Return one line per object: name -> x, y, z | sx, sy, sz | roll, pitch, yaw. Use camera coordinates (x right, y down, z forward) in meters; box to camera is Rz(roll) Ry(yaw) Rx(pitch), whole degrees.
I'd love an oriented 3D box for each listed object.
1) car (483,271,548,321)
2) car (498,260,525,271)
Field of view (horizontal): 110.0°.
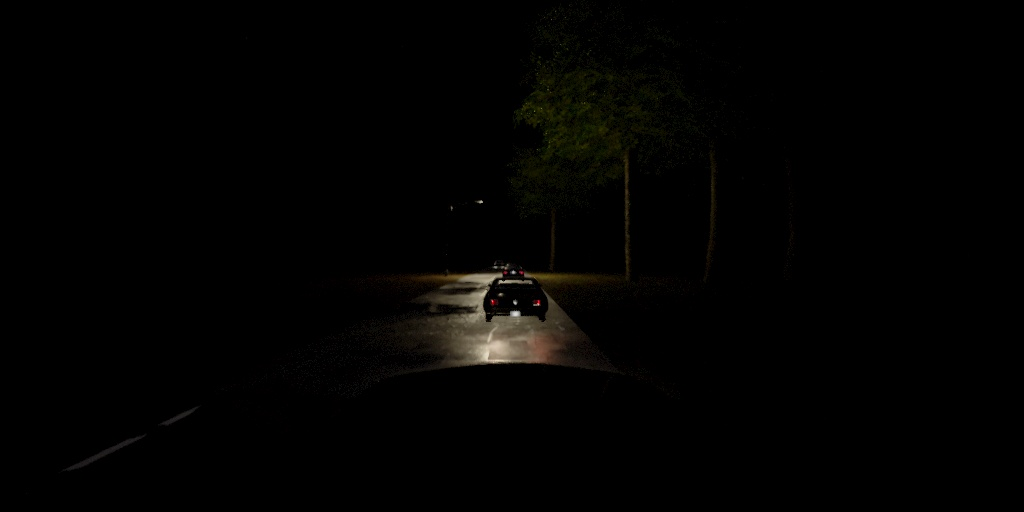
car -> 0.103, 1.357, 12.421 | 1.895, 1.301, 4.718 | 0, 0, 0
car -> 0.107, 1.339, 30.359 | 2.033, 1.411, 5.357 | 0, 0, 0
